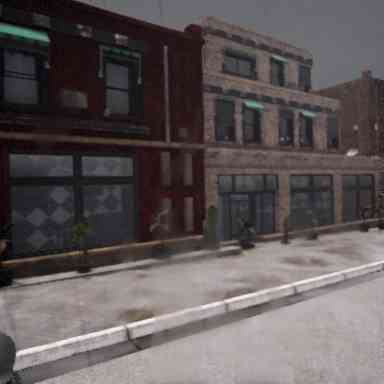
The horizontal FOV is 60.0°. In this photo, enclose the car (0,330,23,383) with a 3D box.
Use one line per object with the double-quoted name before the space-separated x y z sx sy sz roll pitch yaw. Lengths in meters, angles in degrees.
"car" -3.277 1.506 1.140 4.892 1.490 1.837 0 0 -35
